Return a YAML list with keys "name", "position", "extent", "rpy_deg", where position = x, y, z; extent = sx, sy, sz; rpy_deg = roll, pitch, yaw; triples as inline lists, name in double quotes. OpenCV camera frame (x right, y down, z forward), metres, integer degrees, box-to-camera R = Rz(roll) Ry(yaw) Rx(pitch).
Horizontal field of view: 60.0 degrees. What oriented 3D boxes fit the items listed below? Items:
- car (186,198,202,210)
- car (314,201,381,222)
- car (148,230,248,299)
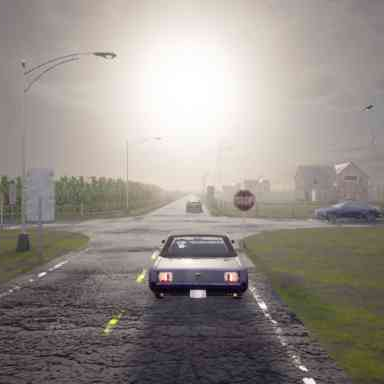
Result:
- name: "car"
  position: [0.272, 1.515, 42.461]
  extent: [2.128, 1.511, 4.902]
  rpy_deg: [0, 0, 0]
- name: "car"
  position: [11.603, 1.423, 24.966]
  extent: [4.674, 1.442, 1.812]
  rpy_deg: [0, 0, -1]
- name: "car"
  position: [0.154, 1.602, 8.391]
  extent: [1.895, 1.301, 4.718]
  rpy_deg: [0, 0, 1]
